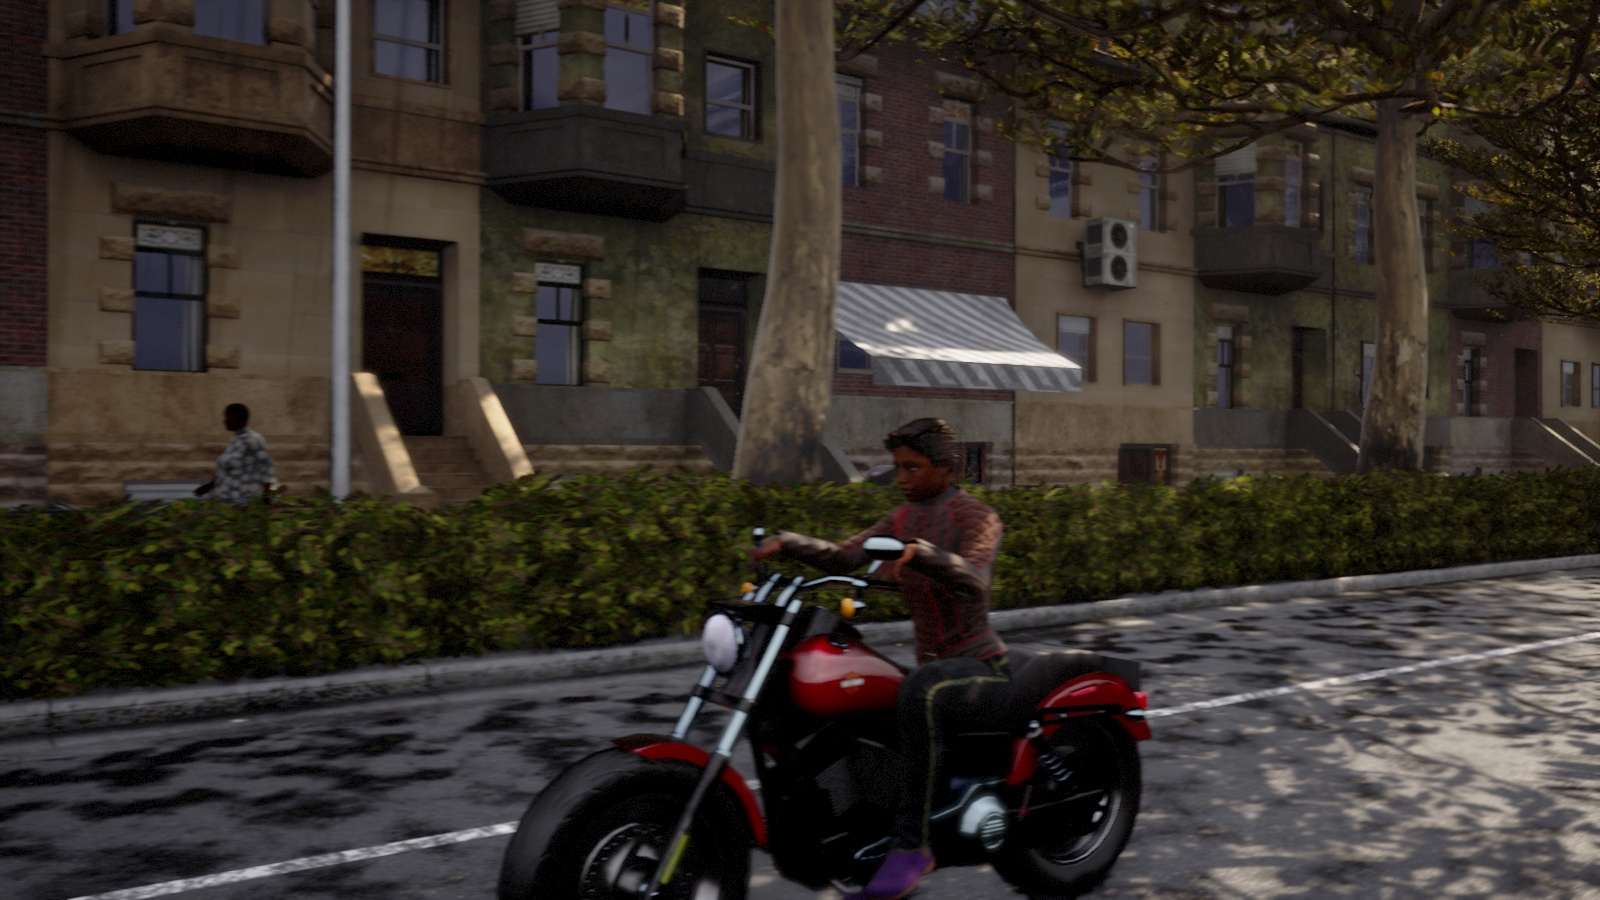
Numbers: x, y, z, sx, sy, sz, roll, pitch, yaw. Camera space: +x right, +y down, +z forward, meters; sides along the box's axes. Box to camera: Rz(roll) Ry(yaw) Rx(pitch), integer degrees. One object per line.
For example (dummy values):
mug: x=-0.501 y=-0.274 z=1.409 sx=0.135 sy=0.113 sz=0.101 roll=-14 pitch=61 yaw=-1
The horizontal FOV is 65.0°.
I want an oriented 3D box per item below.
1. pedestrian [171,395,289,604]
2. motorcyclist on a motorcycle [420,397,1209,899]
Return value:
pedestrian: x=-5.366 y=0.442 z=11.800 sx=0.900 sy=1.855 sz=0.874 roll=0 pitch=0 yaw=-32
motorcyclist on a motorcycle: x=0.155 y=0.704 z=3.767 sx=2.350 sy=1.649 sz=0.766 roll=0 pitch=0 yaw=-35
